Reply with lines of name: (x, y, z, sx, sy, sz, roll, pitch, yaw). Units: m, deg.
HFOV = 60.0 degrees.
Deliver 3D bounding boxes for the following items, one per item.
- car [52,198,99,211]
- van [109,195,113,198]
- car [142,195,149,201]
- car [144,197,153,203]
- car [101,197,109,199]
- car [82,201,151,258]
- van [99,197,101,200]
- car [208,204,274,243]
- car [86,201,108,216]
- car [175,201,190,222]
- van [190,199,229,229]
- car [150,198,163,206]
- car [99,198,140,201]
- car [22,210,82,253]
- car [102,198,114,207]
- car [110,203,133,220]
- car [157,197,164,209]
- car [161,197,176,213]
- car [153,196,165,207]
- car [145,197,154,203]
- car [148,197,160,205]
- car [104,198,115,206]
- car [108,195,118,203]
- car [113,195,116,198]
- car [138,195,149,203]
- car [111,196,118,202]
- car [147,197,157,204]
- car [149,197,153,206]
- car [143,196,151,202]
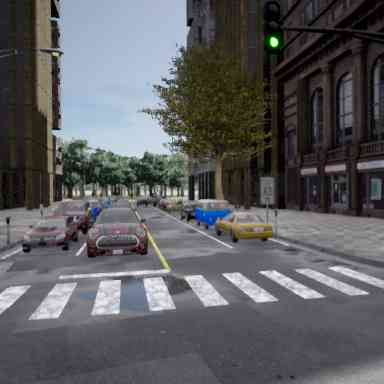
car: (-7.094, 1.462, 19.988, 2.192, 1.841, 5.009, -1, 0, -11)
van: (-12.647, 1.612, 47.838, 1.690, 1.788, 3.998, -1, 0, -11)
car: (-13.172, 1.784, 94.066, 1.967, 1.590, 4.097, -1, 0, -11)
car: (-10.948, 1.870, 82.928, 1.947, 1.339, 4.313, -1, 0, -11)
car: (-9.315, 1.516, 31.128, 2.192, 1.841, 5.009, -1, 0, -11)
car: (-2.979, 1.430, 13.313, 2.097, 1.767, 4.553, -1, 0, -13)
van: (-8.204, 1.516, 25.558, 1.690, 1.788, 3.998, -1, 0, -11)
car: (2.347, 1.549, 16.260, 1.752, 1.417, 4.829, -1, 0, -11)
car: (-10.421, 1.776, 36.698, 2.008, 1.369, 4.403, -1, 0, -11)
car: (0.160, 1.646, 27.233, 1.947, 1.339, 4.313, -1, 0, -11)
van: (1.265, 1.393, 21.664, 1.690, 1.788, 3.998, -1, 0, -11)
car: (-6.505, 1.772, 60.650, 2.008, 1.369, 4.403, -1, 0, -11)
car: (-4.756, 1.476, 21.943, 2.097, 1.767, 4.553, -1, 0, -11)
car: (-5.977, 1.699, 14.417, 1.802, 1.307, 4.206, -1, 0, -11)
car: (-14.864, 1.860, 58.977, 1.887, 1.381, 4.507, -1, 0, -11)
car: (-6.525, 1.768, 30.839, 1.895, 1.301, 4.718, -1, 0, -11)
car: (-3.173, 1.699, 43.942, 1.887, 1.381, 4.507, -1, 0, -11)
car: (-2.096, 1.657, 38.539, 1.752, 1.417, 4.829, -1, 0, -11)
car: (-4.284, 1.728, 49.511, 2.008, 1.369, 4.403, -1, 0, -11)
car: (-9.872, 1.810, 77.525, 1.752, 1.417, 4.829, -1, 0, -11)
car: (-7.616, 1.793, 66.219, 2.008, 1.369, 4.403, -1, 0, -11)
car: (-15.974, 1.919, 64.547, 1.802, 1.307, 4.206, -1, 0, -11)
car: (-19.313, 1.714, 81.257, 2.192, 1.841, 5.009, -1, 0, -11)
car: (-13.755, 1.733, 53.408, 1.967, 1.590, 4.097, -1, 0, -11)
car: (-8.847, 1.750, 58.812, 1.837, 1.490, 4.892, -1, 0, -11)
car: (-21.497, 1.963, 92.229, 1.752, 1.417, 4.829, -1, 0, -11)
car: (-8.726, 1.845, 71.789, 1.802, 1.307, 4.206, -1, 0, -11)
car: (-5.399, 1.514, 55.080, 2.192, 1.841, 5.009, -1, 0, -11)
car: (-12.093, 1.850, 88.663, 1.752, 1.417, 4.829, -1, 0, -11)
